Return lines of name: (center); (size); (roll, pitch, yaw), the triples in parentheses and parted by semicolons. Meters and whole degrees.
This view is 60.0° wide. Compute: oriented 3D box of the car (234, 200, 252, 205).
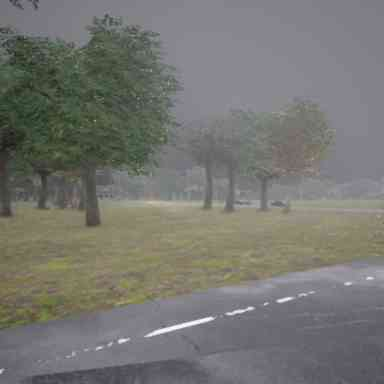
car: (12.144, 2.485, 79.521); (1.895, 1.301, 4.718); (1, -1, -32)

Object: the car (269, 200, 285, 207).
car: (18.282, 2.443, 69.564); (1.812, 1.442, 4.674); (1, -1, -32)
